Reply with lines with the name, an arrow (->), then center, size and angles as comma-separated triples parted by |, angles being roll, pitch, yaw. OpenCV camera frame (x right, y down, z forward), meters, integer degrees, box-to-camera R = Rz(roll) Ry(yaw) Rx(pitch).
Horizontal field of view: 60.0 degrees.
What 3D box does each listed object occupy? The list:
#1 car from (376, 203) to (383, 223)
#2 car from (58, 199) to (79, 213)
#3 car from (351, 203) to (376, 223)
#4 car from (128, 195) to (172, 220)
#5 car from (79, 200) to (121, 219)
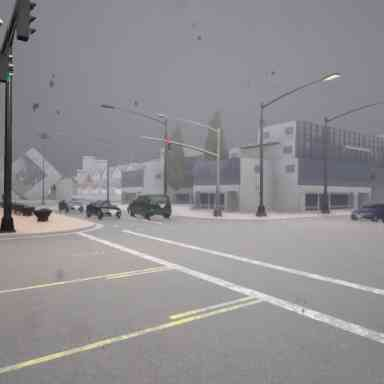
car -> 15.913, 1.384, 23.969 | 5.566, 2.045, 2.150 | 1, 0, -36
car -> -13.651, 1.499, 37.373 | 2.128, 1.511, 4.902 | 1, 0, -35
car -> 15.146, 1.692, 27.723 | 4.674, 1.442, 1.812 | 0, 0, -36
car -> -3.727, 1.262, 28.931 | 2.150, 2.045, 5.566 | 1, 0, -30
car -> -7.749, 1.501, 28.899 | 2.128, 1.511, 4.902 | 1, 0, -35
